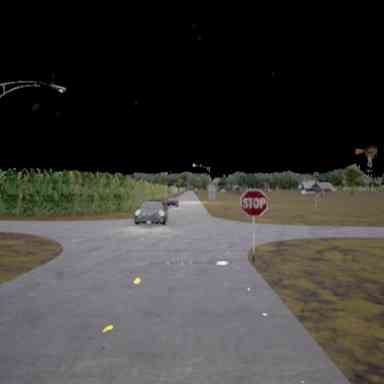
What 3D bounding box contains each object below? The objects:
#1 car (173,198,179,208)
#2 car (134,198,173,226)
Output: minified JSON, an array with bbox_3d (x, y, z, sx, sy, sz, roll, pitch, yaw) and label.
[{"bbox_3d":[-2.828,1.527,48.228,2.033,1.411,5.357,0,0,0],"label":"car"},{"bbox_3d":[-2.777,1.381,23.727,2.097,1.767,4.553,1,0,0],"label":"car"}]
